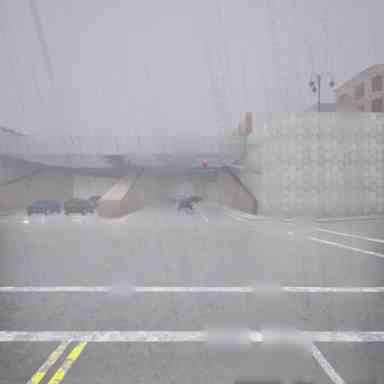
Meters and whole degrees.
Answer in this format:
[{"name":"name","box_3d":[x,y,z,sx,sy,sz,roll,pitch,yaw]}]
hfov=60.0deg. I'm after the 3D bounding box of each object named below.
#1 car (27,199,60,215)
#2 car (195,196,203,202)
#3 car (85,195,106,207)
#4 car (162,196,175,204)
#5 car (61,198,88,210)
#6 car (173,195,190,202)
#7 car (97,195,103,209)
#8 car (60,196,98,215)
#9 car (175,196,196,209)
[{"name":"car","box_3d":[-14.825,1.478,33.627,1.882,1.535,5.008,0,0,-1]},{"name":"car","box_3d":[0.850,1.524,73.295,1.812,1.442,4.674,0,0,24]},{"name":"car","box_3d":[-15.284,1.352,53.042,2.097,1.767,4.553,0,0,-1]},{"name":"car","box_3d":[-4.525,1.547,64.337,2.033,1.411,5.357,0,0,5]},{"name":"car","box_3d":[-15.065,1.505,42.976,1.837,1.490,4.892,0,0,-1]},{"name":"car","box_3d":[-2.353,1.524,74.694,1.812,1.442,4.674,0,0,24]},{"name":"car","box_3d":[-11.560,1.352,42.876,2.097,1.767,4.553,0,0,-1]},{"name":"car","box_3d":[-11.327,1.505,33.742,1.837,1.490,4.892,0,0,-1]},{"name":"car","box_3d":[-0.915,1.547,44.324,2.033,1.411,5.357,0,0,-2]}]
